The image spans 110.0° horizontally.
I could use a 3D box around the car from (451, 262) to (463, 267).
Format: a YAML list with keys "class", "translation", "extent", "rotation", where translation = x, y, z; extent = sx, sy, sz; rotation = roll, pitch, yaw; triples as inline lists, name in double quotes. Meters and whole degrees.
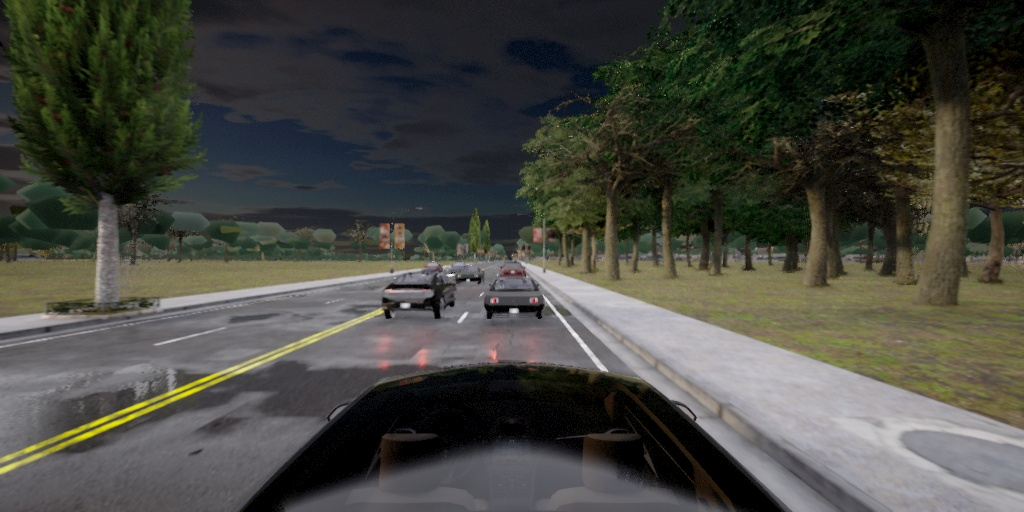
- class: "car"
  translation: [-6.608, 1.516, 45.053]
  extent: [1.812, 1.442, 4.674]
  rotation: [0, 0, 0]

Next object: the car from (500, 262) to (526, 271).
- class: "car"
  translation: [0.072, 1.249, 29.670]
  extent: [2.097, 1.767, 4.553]
  rotation: [0, 0, 0]

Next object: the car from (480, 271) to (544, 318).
- class: "car"
  translation: [0.076, 1.406, 13.199]
  extent: [1.895, 1.301, 4.718]
  rotation: [0, 0, 0]

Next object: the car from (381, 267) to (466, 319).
- class: "car"
  translation: [-3.170, 1.292, 13.061]
  extent: [2.128, 1.511, 4.902]
  rotation: [0, -1, 0]

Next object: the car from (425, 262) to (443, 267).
- class: "car"
  translation: [-9.857, 1.516, 45.051]
  extent: [1.812, 1.442, 4.674]
  rotation: [0, 0, 0]

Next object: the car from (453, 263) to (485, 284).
- class: "car"
  translation: [-3.181, 1.489, 28.233]
  extent: [1.895, 1.301, 4.718]
  rotation: [0, 0, 0]
